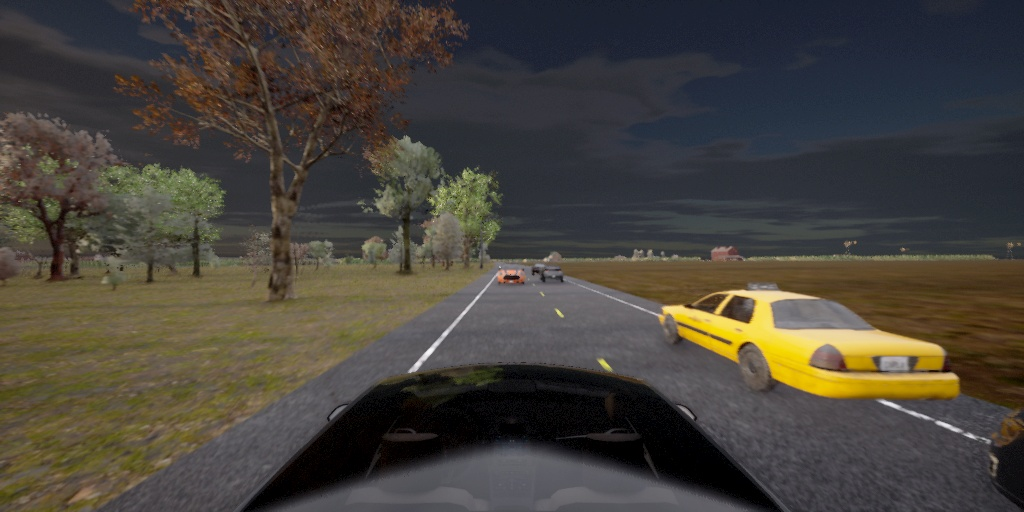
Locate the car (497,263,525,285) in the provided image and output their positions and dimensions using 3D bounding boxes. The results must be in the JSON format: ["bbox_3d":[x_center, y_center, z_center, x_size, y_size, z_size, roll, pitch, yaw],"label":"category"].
[{"bbox_3d":[-0.066,1.336,28.735,2.097,1.767,4.553,0,-1,0],"label":"car"}]

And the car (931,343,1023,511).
[{"bbox_3d":[4.535,1.274,0.633,1.837,1.490,4.892,0,0,0],"label":"car"}]

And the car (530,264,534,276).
[{"bbox_3d":[3.324,1.624,44.430,1.882,1.535,5.008,0,0,0],"label":"car"}]

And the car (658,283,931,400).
[{"bbox_3d":[4.550,1.277,6.829,1.801,1.575,5.366,0,0,0],"label":"car"}]

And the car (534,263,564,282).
[{"bbox_3d":[3.469,1.529,32.237,2.128,1.511,4.902,0,0,0],"label":"car"}]
